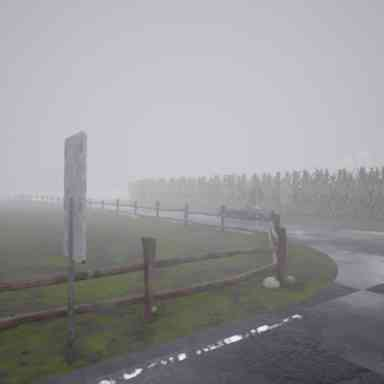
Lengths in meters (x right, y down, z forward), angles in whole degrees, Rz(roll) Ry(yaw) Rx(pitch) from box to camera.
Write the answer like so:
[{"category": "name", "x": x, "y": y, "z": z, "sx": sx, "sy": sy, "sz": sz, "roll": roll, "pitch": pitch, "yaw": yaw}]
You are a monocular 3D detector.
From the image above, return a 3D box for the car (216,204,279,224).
[{"category": "car", "x": 3.847, "y": 1.512, "z": 24.086, "sx": 1.895, "sy": 1.301, "sz": 4.718, "roll": 1, "pitch": 0, "yaw": -36}]
